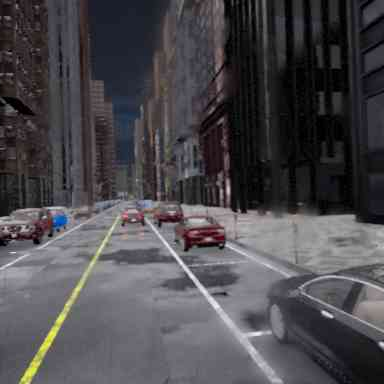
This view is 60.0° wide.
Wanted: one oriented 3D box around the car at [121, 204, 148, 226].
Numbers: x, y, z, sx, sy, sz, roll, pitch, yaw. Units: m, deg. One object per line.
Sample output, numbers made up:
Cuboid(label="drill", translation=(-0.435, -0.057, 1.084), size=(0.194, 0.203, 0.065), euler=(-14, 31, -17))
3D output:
Cuboid(label="car", translation=(-4.964, 2.041, 28.079), size=(1.812, 1.442, 4.674), euler=(-2, -1, -11))

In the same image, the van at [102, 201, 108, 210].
Cuboid(label="van", translation=(-17.504, 2.750, 63.164), size=(1.690, 1.788, 3.998), euler=(-2, -1, -11))

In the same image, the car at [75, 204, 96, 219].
Cuboid(label="car", translation=(-13.343, 2.523, 41.005), size=(1.887, 1.381, 4.507), euler=(-2, -1, -11))

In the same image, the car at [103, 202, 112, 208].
Cuboid(label="car", translation=(-21.648, 3.386, 85.319), size=(1.887, 1.381, 4.507), euler=(-2, -1, -11))

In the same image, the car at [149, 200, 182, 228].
Cuboid(label="car", translation=(-1.867, 1.694, 25.978), size=(2.192, 1.841, 5.009), euler=(-2, -1, -11))

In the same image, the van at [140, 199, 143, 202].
Cuboid(label="van", translation=(-7.056, 2.253, 53.672), size=(1.690, 1.788, 3.998), euler=(-2, -1, -11))

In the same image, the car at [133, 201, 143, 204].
Cuboid(label="car", translation=(-7.502, 2.282, 41.597), size=(1.837, 1.490, 4.892), euler=(-2, 0, -11))

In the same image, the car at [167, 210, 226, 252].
Cuboid(label="car", translation=(0.218, 1.715, 14.898), size=(1.887, 1.381, 4.507), euler=(-2, -1, -11))

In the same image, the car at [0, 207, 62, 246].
Cuboid(label="car", translation=(-9.199, 1.871, 18.850), size=(2.192, 1.841, 5.009), euler=(-2, -1, -11))

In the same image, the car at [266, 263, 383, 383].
Cuboid(label="car", translation=(2.295, 1.515, 3.821), size=(2.008, 1.369, 4.403), euler=(-2, -1, -11))

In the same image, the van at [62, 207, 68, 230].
Cuboid(label="van", translation=(-10.236, 2.001, 24.389), size=(1.690, 1.788, 3.998), euler=(-2, -1, -11))

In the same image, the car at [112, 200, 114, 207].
Cuboid(label="car", translation=(-20.619, 3.049, 79.782), size=(2.192, 1.841, 5.009), euler=(-2, -1, -11))

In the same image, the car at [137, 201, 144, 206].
Cuboid(label="car", translation=(-14.313, 3.234, 92.442), size=(1.947, 1.339, 4.313), euler=(-2, -1, -11))

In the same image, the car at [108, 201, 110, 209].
Cuboid(label="car", translation=(-18.533, 3.083, 68.701), size=(1.947, 1.339, 4.313), euler=(-2, -1, -11))

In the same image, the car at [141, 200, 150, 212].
Cuboid(label="car", translation=(-6.042, 2.332, 48.299), size=(1.752, 1.417, 4.829), euler=(-2, -1, -11))

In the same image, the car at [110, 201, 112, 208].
Cuboid(label="car", translation=(-19.571, 3.191, 74.240), size=(1.947, 1.339, 4.313), euler=(-2, -1, -11))

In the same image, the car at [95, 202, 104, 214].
Cuboid(label="car", translation=(-15.419, 2.759, 52.083), size=(1.947, 1.339, 4.313), euler=(-2, -1, -11))

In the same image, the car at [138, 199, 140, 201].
Cuboid(label="car", translation=(-9.128, 2.567, 64.749), size=(1.967, 1.590, 4.097), euler=(-2, -1, -11))
